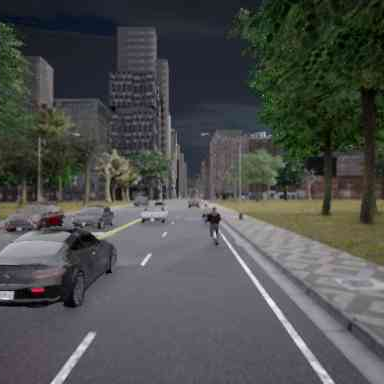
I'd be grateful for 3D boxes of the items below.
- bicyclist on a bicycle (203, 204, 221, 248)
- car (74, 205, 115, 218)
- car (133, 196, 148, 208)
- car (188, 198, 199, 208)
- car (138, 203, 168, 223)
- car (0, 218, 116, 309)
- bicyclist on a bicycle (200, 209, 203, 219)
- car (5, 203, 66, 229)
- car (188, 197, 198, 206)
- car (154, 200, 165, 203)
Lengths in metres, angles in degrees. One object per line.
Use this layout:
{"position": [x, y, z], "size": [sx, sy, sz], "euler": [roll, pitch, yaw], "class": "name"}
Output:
{"position": [0.943, 1.494, 14.243], "size": [0.659, 1.776, 1.843], "euler": [0, 0, 0], "class": "bicyclist on a bicycle"}
{"position": [-6.520, 1.702, 22.444], "size": [1.837, 1.490, 4.892], "euler": [0, -1, 0], "class": "car"}
{"position": [-9.555, 1.840, 62.706], "size": [2.150, 2.045, 5.566], "euler": [0, -1, 1], "class": "car"}
{"position": [0.313, 2.081, 59.009], "size": [1.837, 1.490, 4.892], "euler": [0, -2, 0], "class": "car"}
{"position": [-3.051, 1.853, 28.014], "size": [1.895, 1.301, 4.718], "euler": [0, -1, 0], "class": "car"}
{"position": [-3.138, 1.592, 7.909], "size": [1.812, 1.442, 4.674], "euler": [0, 0, 0], "class": "car"}
{"position": [0.977, 1.646, 23.524], "size": [0.866, 1.612, 1.509], "euler": [0, -1, 0], "class": "bicyclist on a bicycle"}
{"position": [-9.775, 1.536, 21.116], "size": [2.097, 1.767, 4.553], "euler": [0, -1, 0], "class": "car"}
{"position": [0.267, 2.103, 73.755], "size": [2.097, 1.767, 4.553], "euler": [0, -1, 0], "class": "car"}
{"position": [-6.287, 2.239, 64.280], "size": [1.895, 1.301, 4.718], "euler": [0, -1, 1], "class": "car"}
